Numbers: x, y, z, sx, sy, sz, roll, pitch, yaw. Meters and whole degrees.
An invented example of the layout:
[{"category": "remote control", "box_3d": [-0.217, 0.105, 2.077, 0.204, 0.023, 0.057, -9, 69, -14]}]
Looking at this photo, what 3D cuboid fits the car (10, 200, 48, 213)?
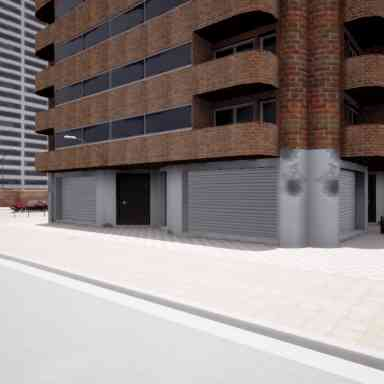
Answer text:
[{"category": "car", "box_3d": [-17.894, 1.601, 37.672, 1.895, 1.301, 4.718, 0, 0, 39]}]
